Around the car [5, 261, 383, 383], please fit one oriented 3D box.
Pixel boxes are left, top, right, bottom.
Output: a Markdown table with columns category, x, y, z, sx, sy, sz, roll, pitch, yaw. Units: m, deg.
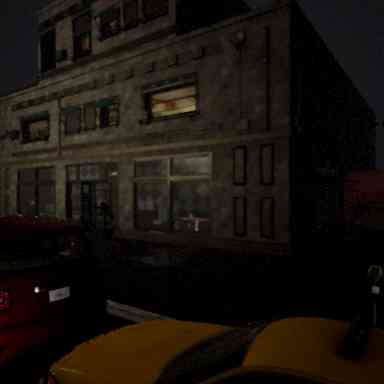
| category | x | y | z | sx | sy | sz | roll | pitch | yaw |
| --- | --- | --- | --- | --- | --- | --- | --- | --- | --- |
| car | 0.830 | 1.525 | 2.287 | 4.829 | 1.417 | 1.752 | 0 | 0 | 35 |

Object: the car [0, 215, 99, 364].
| category | x | y | z | sx | sy | sz | roll | pitch | yaw |
| --- | --- | --- | --- | --- | --- | --- | --- | --- | --- |
| car | -3.541 | 1.312 | 5.402 | 5.009 | 1.841 | 2.192 | 0 | 0 | 35 |
